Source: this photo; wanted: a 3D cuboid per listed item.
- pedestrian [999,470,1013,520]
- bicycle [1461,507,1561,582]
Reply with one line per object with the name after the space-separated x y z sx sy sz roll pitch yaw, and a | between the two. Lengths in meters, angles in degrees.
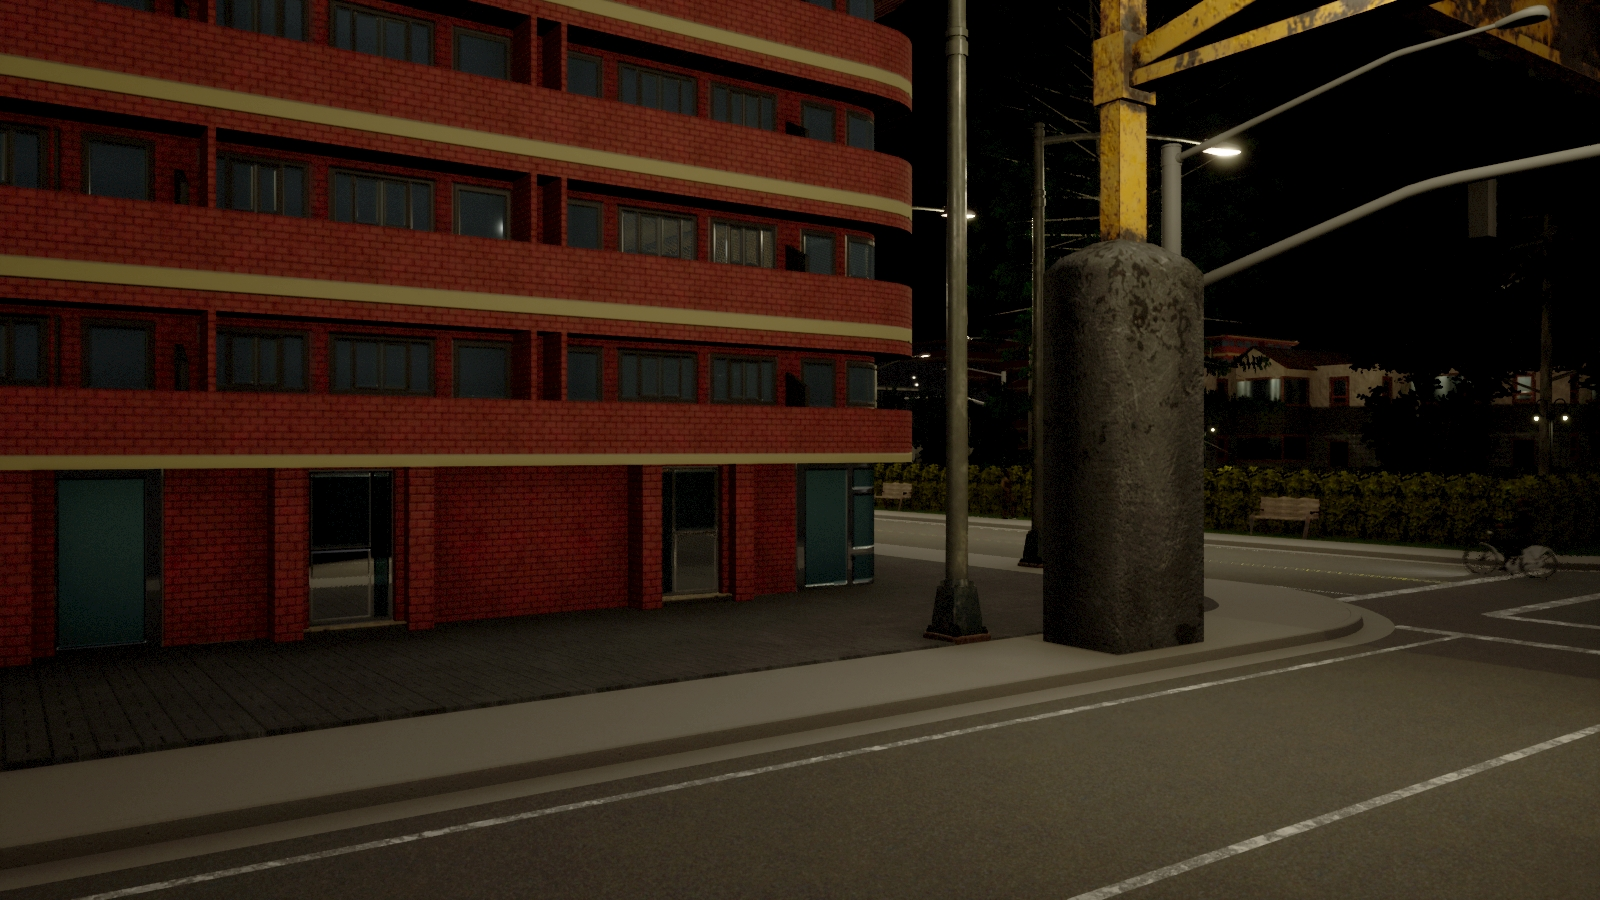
7.732 1.686 42.852 0.375 1.860 0.375 0 0 -34 | pedestrian
15.423 2.036 24.844 0.329 1.496 1.835 1 0 -38 | bicycle
